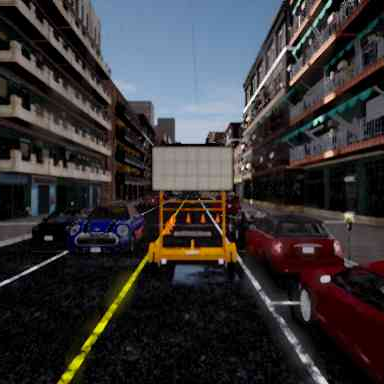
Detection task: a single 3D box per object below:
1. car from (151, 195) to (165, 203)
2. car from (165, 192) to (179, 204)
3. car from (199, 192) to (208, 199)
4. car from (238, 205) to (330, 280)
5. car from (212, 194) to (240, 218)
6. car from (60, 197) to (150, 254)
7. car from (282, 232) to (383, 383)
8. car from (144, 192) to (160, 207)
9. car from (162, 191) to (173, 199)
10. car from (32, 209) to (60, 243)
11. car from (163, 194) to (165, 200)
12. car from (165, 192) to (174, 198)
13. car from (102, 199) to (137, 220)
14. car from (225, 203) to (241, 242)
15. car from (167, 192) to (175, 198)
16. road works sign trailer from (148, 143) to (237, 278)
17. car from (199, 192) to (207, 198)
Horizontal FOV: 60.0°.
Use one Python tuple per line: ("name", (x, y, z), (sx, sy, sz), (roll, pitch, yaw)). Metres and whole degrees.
("car", (-5.608, 1.120, 54.786), (1.802, 1.307, 4.206), (0, 0, 0))
("car", (-3.002, 1.073, 53.740), (1.812, 1.442, 4.674), (0, 1, 0))
("car", (2.807, 0.867, 77.483), (1.752, 1.417, 4.829), (0, 0, 0))
("car", (2.707, 1.360, 9.679), (1.967, 1.590, 4.097), (0, 0, 0))
("car", (2.734, 1.094, 26.586), (2.192, 1.841, 5.009), (0, 0, 0))
("car", (-3.080, 1.245, 12.885), (2.097, 1.767, 4.553), (0, 0, 0))
("car", (2.699, 1.511, 4.043), (1.887, 1.381, 4.507), (0, 0, 0))
("car", (-5.624, 1.075, 43.512), (1.967, 1.590, 4.097), (0, 0, 0))
("car", (-5.573, 0.658, 77.328), (2.192, 1.841, 5.009), (0, 0, 0))
("car", (-5.665, 1.438, 15.331), (1.947, 1.339, 4.313), (0, 0, 0))
("car", (-5.614, 0.901, 49.147), (2.192, 1.841, 5.009), (0, 0, 0))
("car", (-5.565, 0.734, 82.964), (1.967, 1.590, 4.097), (0, 0, 0))
("car", (-5.649, 1.305, 26.433), (1.752, 1.417, 4.829), (0, 0, 0))
("car", (2.716, 1.424, 15.315), (2.008, 1.369, 4.403), (0, 0, 0))
("car", (-5.557, 0.790, 88.603), (1.887, 1.381, 4.507), (0, 0, 0))
("road works sign trailer", (0.016, 0.383, 9.807), (2.380, 3.560, 2.880), (0, 0, 0))
("car", (2.823, 0.790, 88.586), (1.887, 1.381, 4.507), (0, 1, 0))
